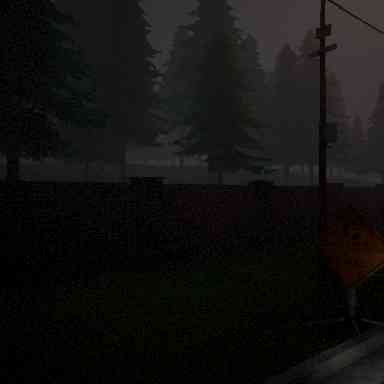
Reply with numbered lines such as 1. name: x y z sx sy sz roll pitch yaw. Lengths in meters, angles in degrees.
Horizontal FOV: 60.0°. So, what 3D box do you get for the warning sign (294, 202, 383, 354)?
1. warning sign: 2.425 1.115 5.046 1.060 1.860 1.300 0 0 -35
